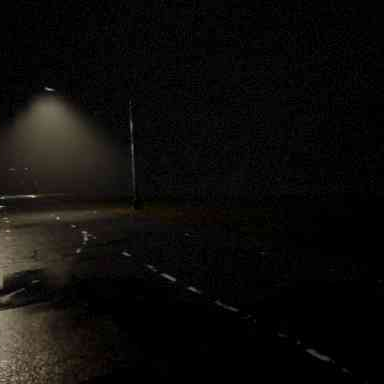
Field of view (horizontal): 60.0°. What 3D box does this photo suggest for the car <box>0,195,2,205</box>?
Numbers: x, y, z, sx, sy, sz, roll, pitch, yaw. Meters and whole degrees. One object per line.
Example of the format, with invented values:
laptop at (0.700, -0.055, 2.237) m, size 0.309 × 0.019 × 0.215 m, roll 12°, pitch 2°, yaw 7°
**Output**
car at (-31.643, 1.119, 52.958) m, size 2.150 × 2.045 × 5.566 m, roll -4°, pitch 2°, yaw -26°
